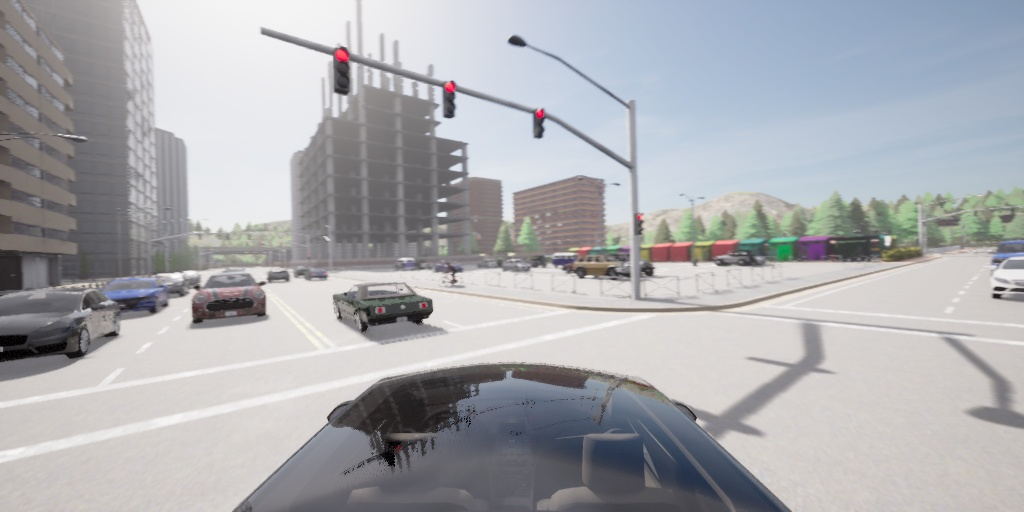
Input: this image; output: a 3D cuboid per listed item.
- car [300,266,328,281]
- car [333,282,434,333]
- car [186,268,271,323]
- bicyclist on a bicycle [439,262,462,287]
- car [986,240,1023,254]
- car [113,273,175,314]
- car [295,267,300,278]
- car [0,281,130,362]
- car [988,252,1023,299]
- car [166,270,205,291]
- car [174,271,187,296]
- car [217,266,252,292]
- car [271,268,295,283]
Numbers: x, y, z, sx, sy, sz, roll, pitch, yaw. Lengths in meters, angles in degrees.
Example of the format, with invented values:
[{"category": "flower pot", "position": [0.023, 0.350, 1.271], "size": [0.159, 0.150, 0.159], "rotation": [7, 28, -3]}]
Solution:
[{"category": "car", "position": [-21.995, 1.972, 40.242], "size": [2.033, 1.411, 5.357], "rotation": [-2, 0, -37]}, {"category": "car", "position": [-4.340, 1.485, 11.523], "size": [1.895, 1.301, 4.718], "rotation": [-2, 0, -37]}, {"category": "car", "position": [-10.994, 1.436, 14.065], "size": [2.097, 1.767, 4.553], "rotation": [-2, 0, -37]}, {"category": "bicyclist on a bicycle", "position": [-3.948, 1.180, 22.925], "size": [1.656, 1.620, 0.582], "rotation": [-2, 0, -37]}, {"category": "car", "position": [26.529, 0.186, 18.478], "size": [5.566, 2.045, 2.150], "rotation": [-2, 0, -35]}, {"category": "car", "position": [-17.008, 1.742, 16.175], "size": [1.882, 1.535, 5.008], "rotation": [-2, 0, -37]}, {"category": "car", "position": [-27.951, 2.111, 47.955], "size": [1.837, 1.490, 4.892], "rotation": [-2, 0, -37]}, {"category": "car", "position": [-11.373, 1.598, 8.801], "size": [1.837, 1.490, 4.892], "rotation": [-2, 0, -37]}, {"category": "car", "position": [18.568, 0.726, 12.698], "size": [4.674, 1.442, 1.812], "rotation": [-2, 0, -34]}, {"category": "car", "position": [-29.311, 2.131, 32.353], "size": [2.128, 1.511, 4.902], "rotation": [-2, 0, -37]}, {"category": "car", "position": [-23.122, 1.943, 24.189], "size": [2.128, 1.511, 4.902], "rotation": [-2, 0, -37]}, {"category": "car", "position": [-22.453, 1.785, 29.086], "size": [2.097, 1.767, 4.553], "rotation": [-2, 0, -37]}, {"category": "car", "position": [-25.173, 2.011, 38.643], "size": [2.128, 1.511, 4.902], "rotation": [-2, 0, -37]}]
